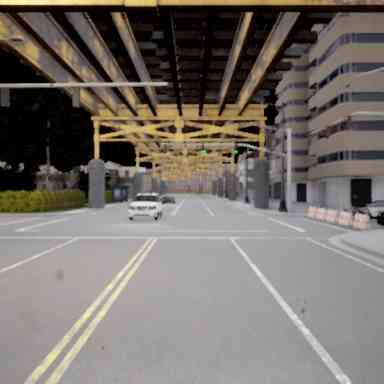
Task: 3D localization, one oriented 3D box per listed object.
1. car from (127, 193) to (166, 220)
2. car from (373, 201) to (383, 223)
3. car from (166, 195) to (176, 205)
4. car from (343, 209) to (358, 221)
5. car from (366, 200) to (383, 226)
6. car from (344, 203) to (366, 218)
[{"bbox_3d":[-3.494,1.092,25.817,2.150,2.045,5.566,0,0,0],"label":"car"},{"bbox_3d":[13.315,1.158,19.844,4.536,1.218,1.853,0,0,-20],"label":"car"},{"bbox_3d":[-3.487,1.173,49.921,1.994,1.385,4.181,0,0,0],"label":"car"},{"bbox_3d":[13.594,1.285,23.986,4.974,1.542,2.038,0,0,25],"label":"car"},{"bbox_3d":[13.267,1.316,19.827,4.974,1.542,2.038,0,0,-20],"label":"car"},{"bbox_3d":[13.641,1.127,23.963,4.536,1.218,1.853,0,0,25],"label":"car"}]
